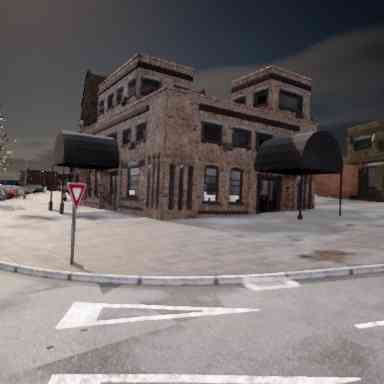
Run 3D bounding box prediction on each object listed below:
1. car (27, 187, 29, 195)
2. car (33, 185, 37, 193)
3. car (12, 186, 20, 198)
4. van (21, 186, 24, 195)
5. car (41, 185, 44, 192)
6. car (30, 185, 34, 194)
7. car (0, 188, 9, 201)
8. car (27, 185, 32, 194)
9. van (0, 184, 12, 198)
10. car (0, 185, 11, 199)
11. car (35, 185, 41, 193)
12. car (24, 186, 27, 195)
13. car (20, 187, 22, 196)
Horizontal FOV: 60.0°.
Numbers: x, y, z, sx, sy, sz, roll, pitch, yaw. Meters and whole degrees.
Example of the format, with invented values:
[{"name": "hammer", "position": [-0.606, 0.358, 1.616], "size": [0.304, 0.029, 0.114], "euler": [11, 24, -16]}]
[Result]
[{"name": "car", "position": [-34.806, -0.044, 64.314], "size": [4.674, 1.452, 2.002], "euler": [3, 1, -17]}, {"name": "car", "position": [-37.176, -0.306, 72.151], "size": [4.892, 1.521, 2.231], "euler": [3, 1, -16]}, {"name": "car", "position": [-30.342, 0.018, 51.554], "size": [5.566, 2.045, 2.435], "euler": [3, 0, -20]}, {"name": "van", "position": [-32.975, -0.160, 59.163], "size": [4.442, 1.987, 1.878], "euler": [3, 1, -19]}, {"name": "car", "position": [-39.980, -0.841, 82.833], "size": [5.566, 2.045, 2.435], "euler": [3, 0, -13]}, {"name": "car", "position": [-36.382, -0.201, 69.538], "size": [4.792, 1.488, 2.163], "euler": [3, 1, -16]}, {"name": "car", "position": [-27.480, 0.466, 43.817], "size": [4.892, 1.521, 2.231], "euler": [3, 0, -21]}, {"name": "car", "position": [-35.650, -0.130, 66.910], "size": [4.792, 1.488, 2.163], "euler": [3, 1, -17]}, {"name": "van", "position": [-29.509, 0.103, 48.935], "size": [4.442, 1.987, 1.878], "euler": [3, 0, -21]}, {"name": "car", "position": [-28.407, 0.277, 46.408], "size": [4.553, 1.767, 2.185], "euler": [3, 0, -21]}, {"name": "car", "position": [-38.673, -0.432, 77.534], "size": [4.792, 1.488, 2.163], "euler": [3, 1, -14]}, {"name": "car", "position": [-34.141, -0.024, 61.659], "size": [5.366, 1.575, 1.946], "euler": [3, 1, -18]}, {"name": "car", "position": [-32.213, 0.171, 56.563], "size": [4.674, 1.452, 2.002], "euler": [3, 1, -19]}]
